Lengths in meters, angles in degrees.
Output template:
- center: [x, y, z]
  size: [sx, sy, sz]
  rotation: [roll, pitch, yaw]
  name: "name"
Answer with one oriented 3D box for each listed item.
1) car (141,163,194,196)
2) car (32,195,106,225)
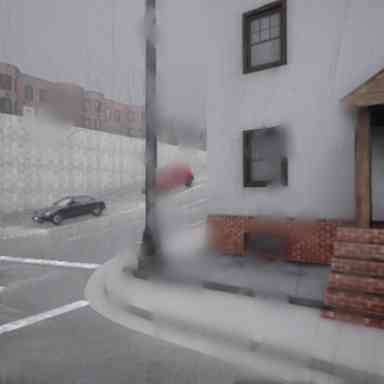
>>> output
- center: [-2.024, -1.080, 28.465]
  size: [2.150, 2.045, 5.566]
  rotation: [-1, 13, 34]
  name: "car"
- center: [-7.492, 0.979, 20.627]
  size: [1.812, 1.442, 4.674]
  rotation: [0, 7, 35]
  name: "car"
